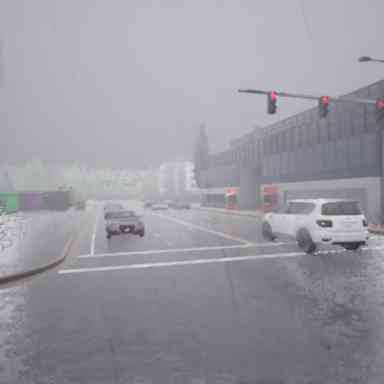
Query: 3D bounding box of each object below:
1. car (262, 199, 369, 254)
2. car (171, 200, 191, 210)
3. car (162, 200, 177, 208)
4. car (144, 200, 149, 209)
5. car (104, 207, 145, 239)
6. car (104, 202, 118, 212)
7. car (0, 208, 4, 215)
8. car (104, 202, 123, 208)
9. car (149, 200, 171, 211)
[{"bbox_3d":[4.937,1.300,14.229,2.150,2.045,5.566,0,-1,-12],"label":"car"},{"bbox_3d":[-1.601,2.091,51.600,2.033,1.411,5.357,-1,-1,-15],"label":"car"},{"bbox_3d":[-4.188,2.200,61.052,1.812,1.442,4.674,-1,-1,-15],"label":"car"},{"bbox_3d":[-7.569,2.190,60.147,1.882,1.535,5.008,-1,-1,-15],"label":"car"},{"bbox_3d":[-3.917,1.817,19.252,1.994,1.385,4.181,-1,-1,-16],"label":"car"},{"bbox_3d":[-12.618,2.266,51.899,1.994,1.385,4.181,-1,-1,-15],"label":"car"},{"bbox_3d":[-24.742,2.144,39.622,3.806,1.475,1.970,-1,-1,-17],"label":"car"},{"bbox_3d":[-7.432,1.909,32.153,1.882,1.535,5.008,-1,0,-15],"label":"car"},{"bbox_3d":[-4.929,2.180,50.498,1.895,1.301,4.718,-1,-1,-14],"label":"car"}]
